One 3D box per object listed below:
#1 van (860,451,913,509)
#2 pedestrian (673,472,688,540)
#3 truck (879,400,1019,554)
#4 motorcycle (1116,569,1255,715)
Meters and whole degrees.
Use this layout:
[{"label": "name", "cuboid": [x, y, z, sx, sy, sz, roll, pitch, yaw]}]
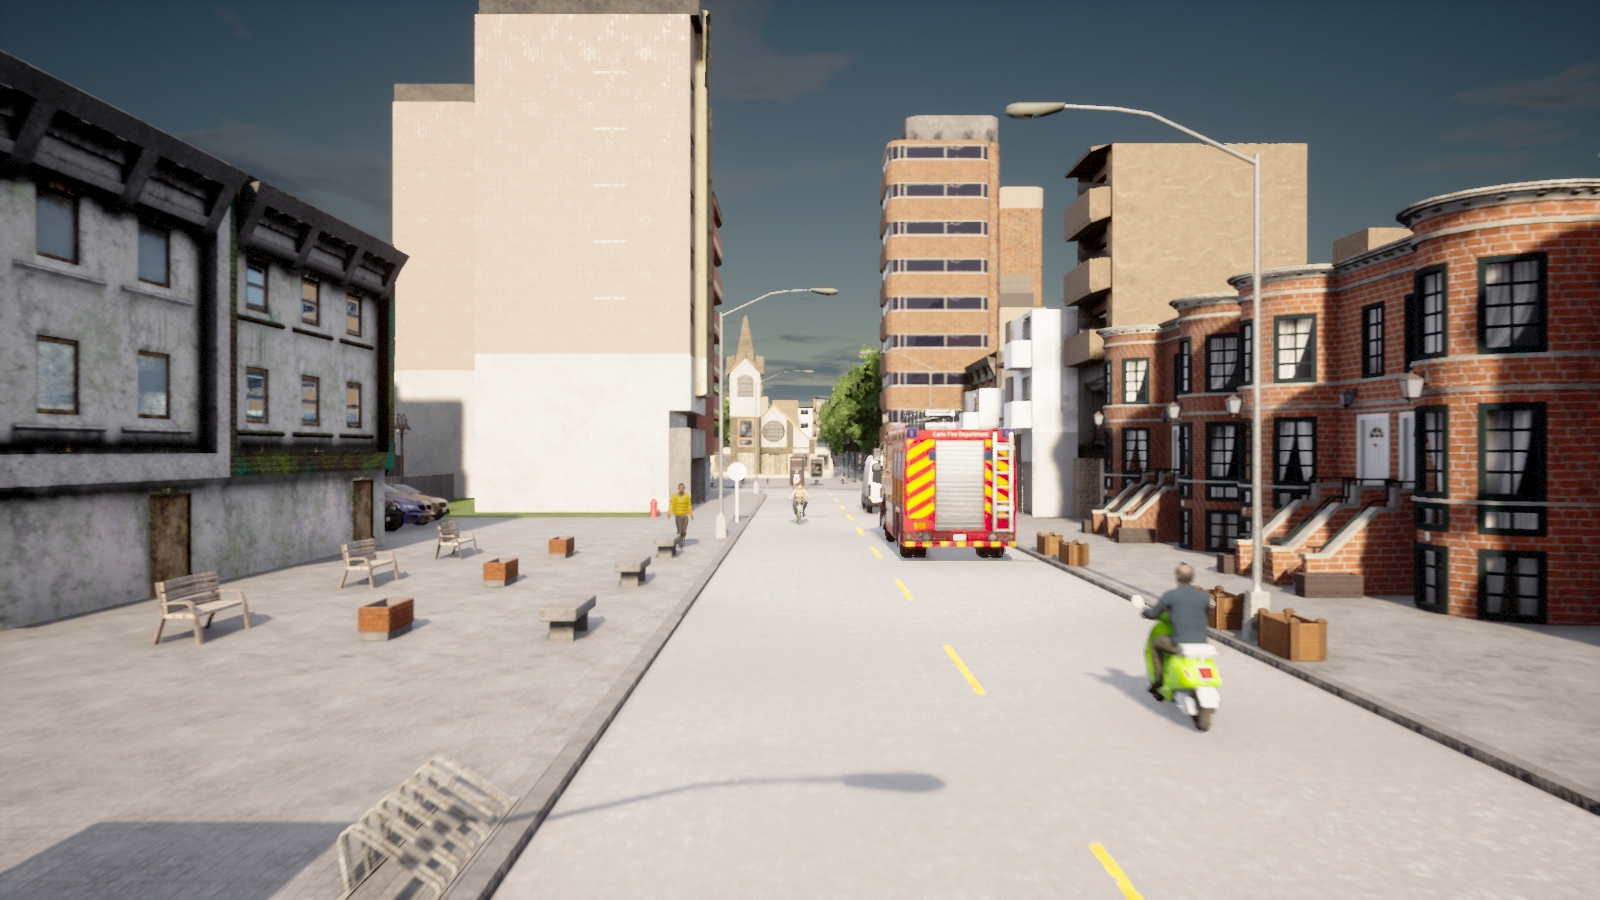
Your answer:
[{"label": "van", "cuboid": [3.957, 1.316, 53.038, 1.988, 2.561, 5.915, 0, 0, 0]}, {"label": "pedestrian", "cuboid": [-3.275, 1.524, 31.270, 0.375, 1.860, 0.375, 0, 0, -10]}, {"label": "truck", "cuboid": [3.991, 0.671, 32.608, 2.891, 3.827, 8.468, 0, 0, 0]}, {"label": "motorcycle", "cuboid": [4.000, 1.962, 12.022, 0.856, 1.236, 1.805, 0, 0, 0]}]
